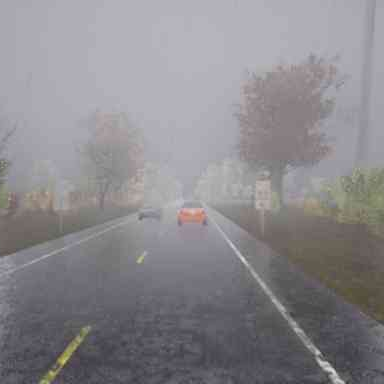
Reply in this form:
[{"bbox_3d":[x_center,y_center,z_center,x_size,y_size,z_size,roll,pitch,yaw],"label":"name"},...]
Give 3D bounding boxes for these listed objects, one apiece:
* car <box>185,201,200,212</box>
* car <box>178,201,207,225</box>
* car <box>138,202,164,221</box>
[{"bbox_3d":[0.078,1.893,43.668,1.895,1.301,4.718,0,0,0],"label":"car"},{"bbox_3d":[0.054,1.502,25.469,2.097,1.767,4.553,0,0,0],"label":"car"},{"bbox_3d":[-3.555,1.685,29.350,1.837,1.490,4.892,0,-1,1],"label":"car"}]
